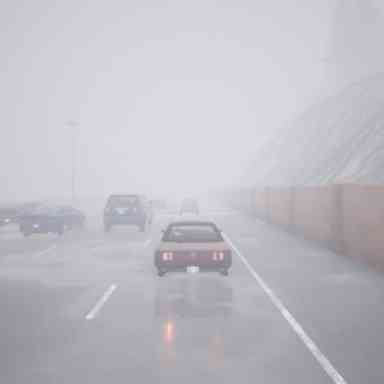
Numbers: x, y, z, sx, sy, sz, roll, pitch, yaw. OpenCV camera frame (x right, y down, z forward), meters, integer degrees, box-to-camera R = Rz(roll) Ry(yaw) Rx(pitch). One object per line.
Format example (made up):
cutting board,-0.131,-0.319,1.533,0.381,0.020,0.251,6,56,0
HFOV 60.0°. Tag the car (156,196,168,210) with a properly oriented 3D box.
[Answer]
car,-3.815,1.209,38.381,1.882,1.535,5.008,0,0,-1

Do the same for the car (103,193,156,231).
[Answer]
car,-3.604,1.089,19.503,2.150,2.045,5.566,0,0,-1

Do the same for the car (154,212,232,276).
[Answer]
car,0.003,1.527,10.079,1.895,1.301,4.718,0,0,-1

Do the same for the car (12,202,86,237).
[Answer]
car,-7.081,1.369,17.489,1.882,1.535,5.008,0,0,-1

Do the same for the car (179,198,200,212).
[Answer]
car,-0.237,1.318,31.524,2.033,1.411,5.357,0,0,-1

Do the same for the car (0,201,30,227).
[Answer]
car,-10.627,1.377,21.582,1.837,1.490,4.892,0,0,-1
